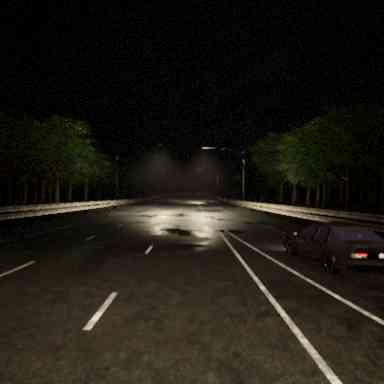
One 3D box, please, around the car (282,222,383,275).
[{"bbox_3d":[4.749,1.724,11.092,2.033,1.411,5.357,1,-1,-5],"label":"car"}]
